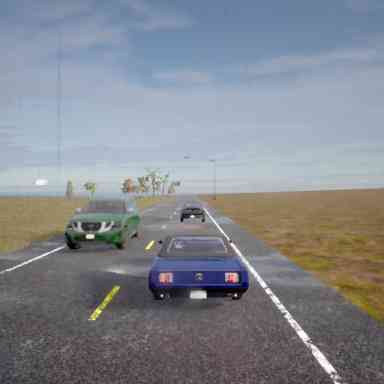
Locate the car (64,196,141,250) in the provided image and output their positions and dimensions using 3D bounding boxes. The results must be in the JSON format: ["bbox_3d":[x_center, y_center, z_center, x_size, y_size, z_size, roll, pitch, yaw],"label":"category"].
[{"bbox_3d":[-3.627,1.225,14.589,2.150,2.045,5.566,0,0,0],"label":"car"}]

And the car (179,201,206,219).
[{"bbox_3d":[0.052,1.510,26.290,1.837,1.490,4.892,0,0,0],"label":"car"}]

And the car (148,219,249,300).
[{"bbox_3d":[0.088,1.603,8.345,1.895,1.301,4.718,0,0,-1],"label":"car"}]
